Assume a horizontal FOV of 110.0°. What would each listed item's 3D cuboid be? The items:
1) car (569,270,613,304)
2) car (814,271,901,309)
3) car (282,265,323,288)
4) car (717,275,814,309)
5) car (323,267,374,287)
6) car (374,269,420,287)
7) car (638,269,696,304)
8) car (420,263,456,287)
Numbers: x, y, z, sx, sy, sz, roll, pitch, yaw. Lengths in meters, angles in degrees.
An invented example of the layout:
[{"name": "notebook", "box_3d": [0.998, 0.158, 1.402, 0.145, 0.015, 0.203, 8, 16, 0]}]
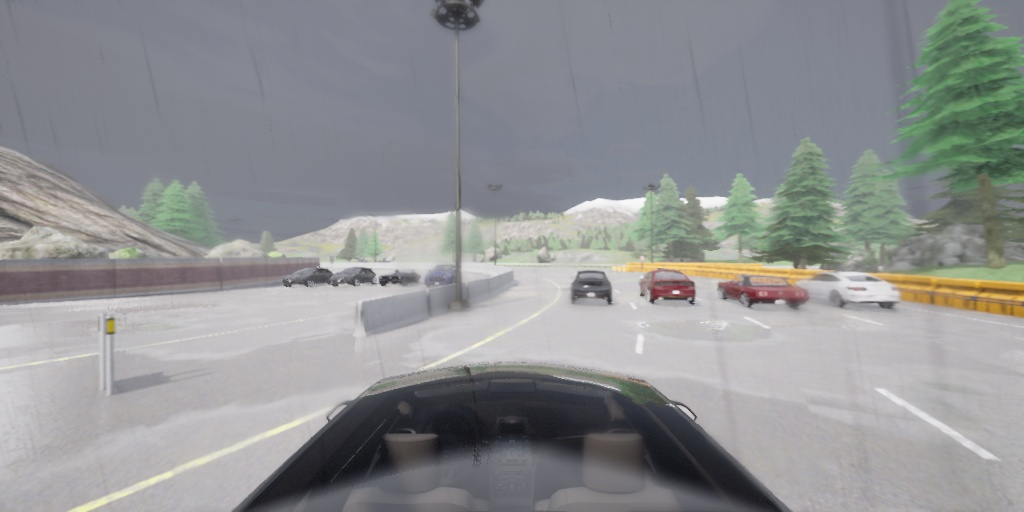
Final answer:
[{"name": "car", "box_3d": [3.905, 1.438, 17.739, 1.837, 1.490, 4.892, 0, 0, 12]}, {"name": "car", "box_3d": [14.209, 1.384, 15.531, 1.812, 1.442, 4.674, 0, 0, 13]}, {"name": "car", "box_3d": [-15.847, 1.661, 28.243, 1.837, 1.490, 4.892, -1, -2, 4]}, {"name": "car", "box_3d": [10.674, 1.483, 15.746, 1.895, 1.301, 4.718, 0, -1, 13]}, {"name": "car", "box_3d": [-12.340, 1.612, 28.236, 1.837, 1.490, 4.892, 0, -2, 4]}, {"name": "car", "box_3d": [-8.801, 1.684, 28.439, 1.895, 1.301, 4.718, 0, -1, 3]}, {"name": "car", "box_3d": [7.439, 1.394, 17.596, 1.882, 1.535, 5.008, 0, 0, 12]}, {"name": "car", "box_3d": [-5.329, 1.428, 28.251, 2.097, 1.767, 4.553, 0, -1, 3]}]
